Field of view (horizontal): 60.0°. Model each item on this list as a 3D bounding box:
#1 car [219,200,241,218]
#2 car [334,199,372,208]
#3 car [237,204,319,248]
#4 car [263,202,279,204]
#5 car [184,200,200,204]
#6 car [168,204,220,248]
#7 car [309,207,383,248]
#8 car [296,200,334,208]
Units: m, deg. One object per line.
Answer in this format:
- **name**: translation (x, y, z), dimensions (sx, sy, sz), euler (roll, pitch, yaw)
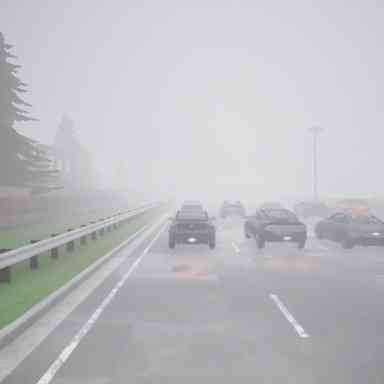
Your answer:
- **car**: translation (3.500, 1.493, 29.650), dimensions (2.128, 1.511, 4.902), euler (0, 0, 0)
- **car**: translation (14.000, 1.364, 29.620), dimensions (2.097, 1.767, 4.553), euler (0, 0, 0)
- **car**: translation (3.500, 1.492, 14.650), dimensions (2.128, 1.511, 4.902), euler (0, 0, 0)
- **car**: translation (7.000, 1.570, 29.650), dimensions (1.994, 1.385, 4.181), euler (0, 0, 0)
- **car**: translation (0.000, 1.482, 29.650), dimensions (1.882, 1.535, 5.008), euler (0, 0, 0)
- **car**: translation (0.000, 1.514, 14.650), dimensions (1.837, 1.490, 4.892), euler (0, 0, 0)
- **car**: translation (7.000, 1.570, 14.650), dimensions (1.994, 1.385, 4.181), euler (0, 0, 0)
- **car**: translation (10.500, 1.514, 29.650), dimensions (1.837, 1.490, 4.892), euler (0, 0, 0)
